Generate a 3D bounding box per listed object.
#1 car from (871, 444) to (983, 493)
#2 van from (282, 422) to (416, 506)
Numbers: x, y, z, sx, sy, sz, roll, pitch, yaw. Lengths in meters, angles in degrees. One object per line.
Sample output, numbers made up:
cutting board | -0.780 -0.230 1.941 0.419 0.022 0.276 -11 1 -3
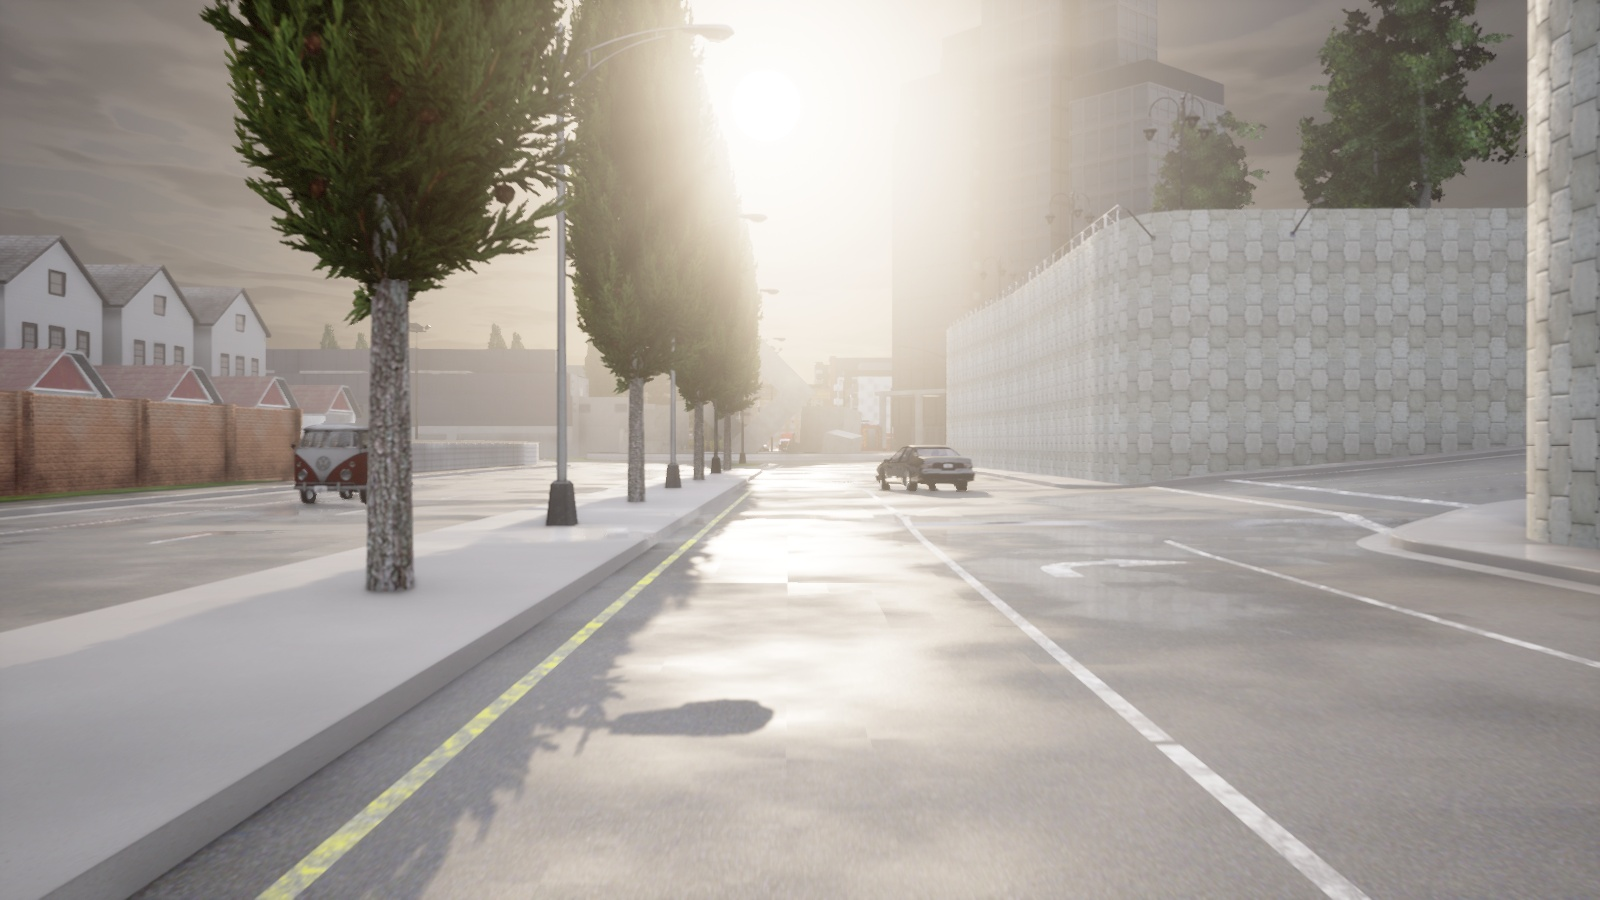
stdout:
car | 3.806 0.552 38.815 2.033 1.411 5.357 0 -1 -10
van | -11.304 0.311 31.809 1.775 1.987 4.442 0 0 0
